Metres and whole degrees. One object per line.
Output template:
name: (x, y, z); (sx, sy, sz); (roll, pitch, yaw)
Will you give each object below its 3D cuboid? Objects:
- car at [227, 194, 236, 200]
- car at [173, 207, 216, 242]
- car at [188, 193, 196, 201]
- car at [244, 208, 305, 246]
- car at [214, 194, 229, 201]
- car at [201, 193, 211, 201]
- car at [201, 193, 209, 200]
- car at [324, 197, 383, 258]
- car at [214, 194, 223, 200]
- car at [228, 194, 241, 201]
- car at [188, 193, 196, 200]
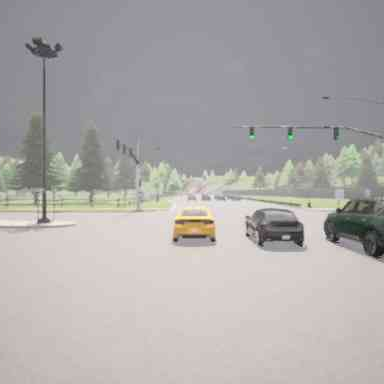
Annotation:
car: (10.502, 1.247, 89.242); (1.882, 1.535, 5.008); (0, 0, 0)
car: (0.101, 1.452, 16.390); (1.882, 1.535, 5.008); (0, 0, 0)
car: (0.002, 1.225, 79.209); (2.097, 1.767, 4.553); (0, 0, 0)
car: (3.601, 1.481, 15.129); (1.837, 1.490, 4.892); (0, 0, 0)
car: (7.002, 1.393, 79.239); (1.812, 1.442, 4.674); (0, 0, 0)
car: (3.502, 1.392, 78.823); (2.128, 1.511, 4.902); (0, 0, 0)
car: (3.502, 1.125, 89.212); (2.097, 1.767, 4.553); (0, 0, 0)
car: (7.100, 1.201, 12.814); (2.150, 2.045, 5.566); (0, 0, 0)
car: (7.002, 1.322, 89.242); (1.994, 1.385, 4.181); (0, 0, 0)
car: (10.502, 1.406, 78.822); (2.033, 1.411, 5.357); (0, 0, 0)
car: (0.002, 1.125, 89.212); (2.097, 1.767, 4.553); (0, 0, 0)
